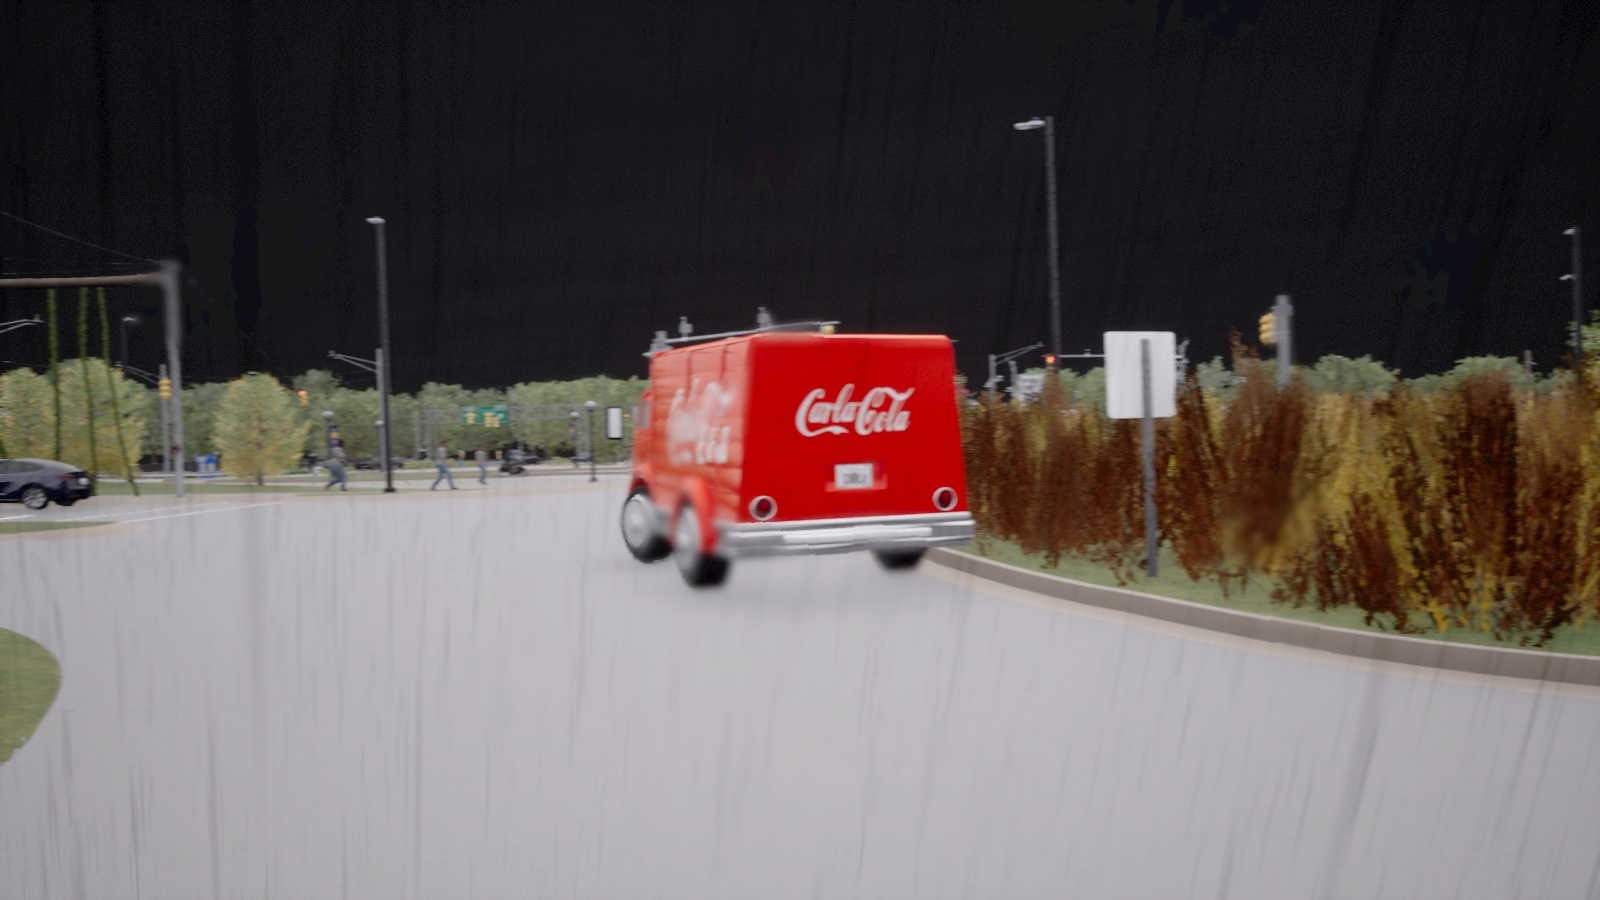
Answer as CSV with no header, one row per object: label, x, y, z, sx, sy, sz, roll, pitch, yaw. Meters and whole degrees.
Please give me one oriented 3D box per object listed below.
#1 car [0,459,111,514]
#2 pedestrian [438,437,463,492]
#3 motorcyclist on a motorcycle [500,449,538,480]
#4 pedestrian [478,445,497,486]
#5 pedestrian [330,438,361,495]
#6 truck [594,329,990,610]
car,-23.215,1.075,36.801,4.792,1.488,2.163,-1,1,-4
pedestrian,-12.055,0.499,43.290,0.706,1.836,0.354,-2,1,-4
motorcyclist on a motorcycle,-15.486,0.799,69.202,1.817,1.590,0.866,-3,0,15
pedestrian,-14.234,0.688,57.231,0.706,1.836,0.354,-2,1,17
pedestrian,-15.182,0.543,41.983,0.900,1.855,0.874,-3,1,-20
truck,-0.389,0.098,13.920,2.627,2.467,5.204,-2,1,-21
